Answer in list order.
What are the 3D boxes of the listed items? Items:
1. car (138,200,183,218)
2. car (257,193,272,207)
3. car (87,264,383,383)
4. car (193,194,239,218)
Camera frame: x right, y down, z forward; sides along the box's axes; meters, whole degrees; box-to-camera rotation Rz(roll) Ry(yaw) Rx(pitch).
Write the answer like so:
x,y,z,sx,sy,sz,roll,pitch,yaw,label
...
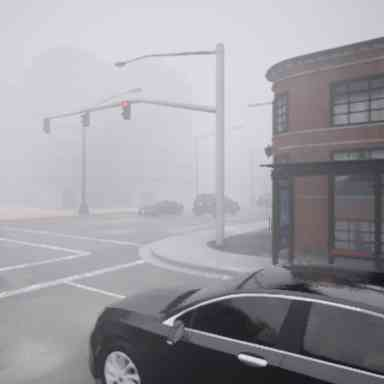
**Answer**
x,y,z,sx,sy,sz,roll,pitch,yaw,label
-2.745,1.495,30.112,2.128,1.511,4.902,0,0,35,car
11.937,1.227,50.754,2.150,2.045,5.566,0,0,36,car
1.004,1.505,3.248,4.892,1.490,1.837,0,0,35,car
2.309,1.225,30.894,2.150,2.045,5.566,0,0,36,car
